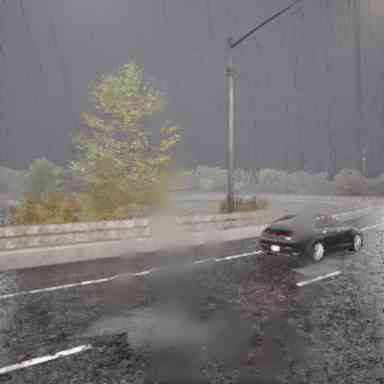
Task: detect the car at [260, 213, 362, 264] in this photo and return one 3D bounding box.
[{"bbox_3d":[4.484,1.543,12.161,4.892,1.490,1.837,0,0,-41],"label":"car"}]
